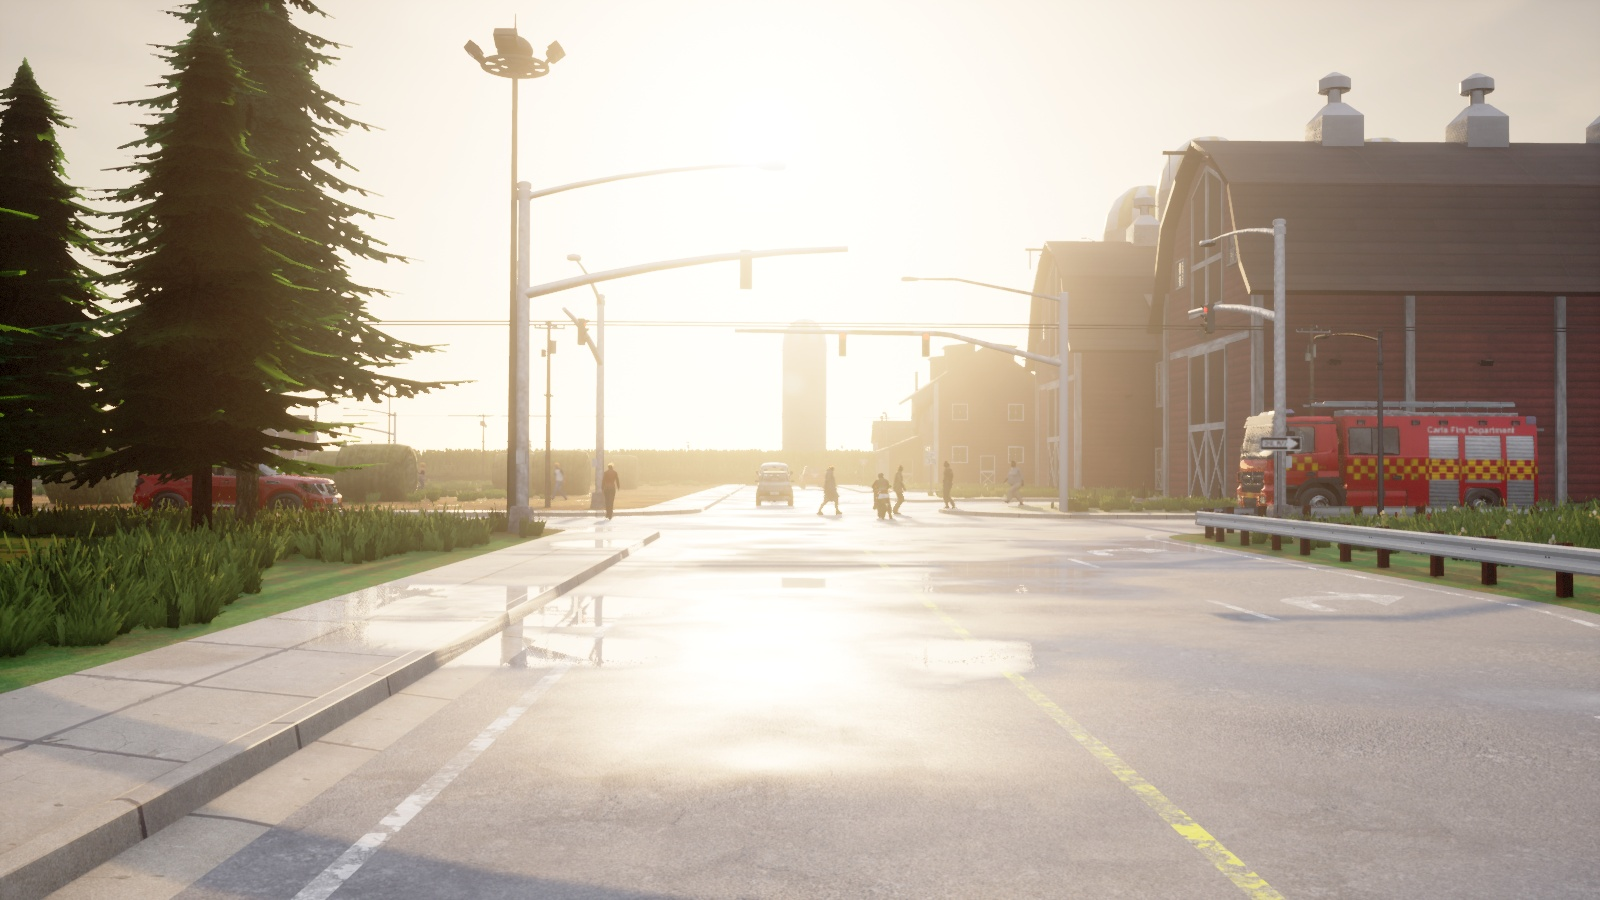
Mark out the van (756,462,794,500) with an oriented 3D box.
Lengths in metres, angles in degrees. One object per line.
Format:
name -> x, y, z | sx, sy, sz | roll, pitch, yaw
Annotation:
van -> -1.439, 1.734, 71.052 | 2.069, 2.038, 4.480 | 0, -1, -1

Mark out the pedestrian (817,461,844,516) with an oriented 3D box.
pedestrian -> 1.070, 1.359, 44.578 | 0.873, 1.952, 0.659 | 0, -1, -8

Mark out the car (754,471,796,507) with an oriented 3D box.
car -> -1.126, 1.743, 56.643 | 1.789, 1.549, 3.705 | 0, -1, -1

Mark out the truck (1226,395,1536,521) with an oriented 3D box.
truck -> 18.224, 0.270, 39.785 | 8.468, 3.827, 2.891 | 0, -1, 0

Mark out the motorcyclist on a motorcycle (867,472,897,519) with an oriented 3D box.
motorcyclist on a motorcycle -> 2.702, 1.488, 41.538 | 0.797, 1.523, 2.044 | 0, -1, -1

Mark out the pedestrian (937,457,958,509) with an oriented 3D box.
pedestrian -> 5.569, 1.247, 47.287 | 0.666, 1.930, 0.402 | 0, -1, -23

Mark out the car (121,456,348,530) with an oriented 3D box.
car -> -16.168, 1.231, 36.146 | 5.566, 2.045, 2.150 | 0, -1, 0

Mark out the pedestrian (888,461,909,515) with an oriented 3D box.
pedestrian -> 3.523, 1.352, 44.749 | 0.692, 1.930, 0.396 | 0, -1, -2

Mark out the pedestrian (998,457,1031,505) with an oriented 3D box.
pedestrian -> 8.397, 1.198, 49.226 | 0.900, 1.855, 0.874 | 0, -1, -30

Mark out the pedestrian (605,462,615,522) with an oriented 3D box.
pedestrian -> -5.971, 1.318, 39.475 | 0.331, 1.846, 0.636 | 0, -1, -9

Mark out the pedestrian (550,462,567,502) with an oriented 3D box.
pedestrian -> -11.080, 1.466, 57.584 | 0.706, 1.836, 0.354 | 1, -1, -40
